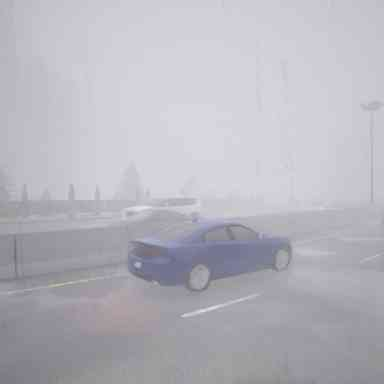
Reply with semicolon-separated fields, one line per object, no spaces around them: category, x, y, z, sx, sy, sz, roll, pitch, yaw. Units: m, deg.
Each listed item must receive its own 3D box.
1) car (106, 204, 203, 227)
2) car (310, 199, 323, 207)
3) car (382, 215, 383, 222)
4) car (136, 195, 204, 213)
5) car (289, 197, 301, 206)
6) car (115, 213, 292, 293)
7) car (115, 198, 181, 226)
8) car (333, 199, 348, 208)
car;-1.924;1.537;16.226;4.674;1.442;1.812;0;0;-41
car;20.810;1.798;55.640;1.895;1.301;4.718;0;0;20
car;14.559;1.584;22.983;2.033;1.411;5.357;0;0;39
car;-1.649;1.244;21.148;5.566;2.045;2.150;0;0;-44
car;18.337;1.705;59.241;1.882;1.535;5.008;0;0;18
car;0.704;1.482;9.008;5.008;1.535;1.882;0;0;-39
car;-3.163;1.382;24.626;4.553;1.767;2.097;0;0;-45
car;22.500;1.726;50.469;1.994;1.385;4.181;0;0;22
